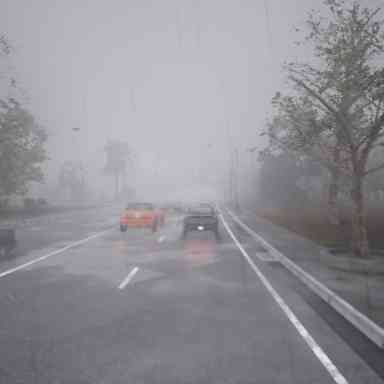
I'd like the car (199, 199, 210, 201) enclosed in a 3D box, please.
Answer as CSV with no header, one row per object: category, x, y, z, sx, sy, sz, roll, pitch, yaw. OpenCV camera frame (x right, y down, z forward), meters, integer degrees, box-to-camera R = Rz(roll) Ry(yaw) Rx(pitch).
car,1.380,1.535,36.739,1.812,1.442,4.674,0,0,3

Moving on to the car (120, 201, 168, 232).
car,-2.916,1.354,20.431,2.097,1.767,4.553,0,0,2

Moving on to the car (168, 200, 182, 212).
car,-2.059,1.607,37.591,1.895,1.301,4.718,0,0,3

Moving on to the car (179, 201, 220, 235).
car,0.517,1.509,18.712,1.837,1.490,4.892,0,0,2

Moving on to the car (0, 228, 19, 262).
car,-6.978,1.543,9.243,2.033,1.411,5.357,0,0,1
